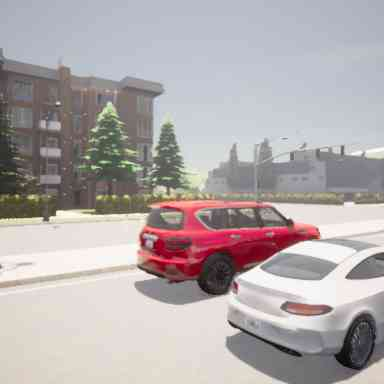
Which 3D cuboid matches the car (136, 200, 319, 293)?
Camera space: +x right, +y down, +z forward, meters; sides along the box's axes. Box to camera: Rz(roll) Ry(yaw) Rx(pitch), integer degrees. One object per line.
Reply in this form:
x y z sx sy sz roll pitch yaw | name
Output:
1.234 1.240 8.947 5.566 2.045 2.150 0 0 -35 | car

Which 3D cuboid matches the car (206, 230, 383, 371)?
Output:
2.676 1.540 5.679 4.674 1.442 1.812 0 0 -35 | car
